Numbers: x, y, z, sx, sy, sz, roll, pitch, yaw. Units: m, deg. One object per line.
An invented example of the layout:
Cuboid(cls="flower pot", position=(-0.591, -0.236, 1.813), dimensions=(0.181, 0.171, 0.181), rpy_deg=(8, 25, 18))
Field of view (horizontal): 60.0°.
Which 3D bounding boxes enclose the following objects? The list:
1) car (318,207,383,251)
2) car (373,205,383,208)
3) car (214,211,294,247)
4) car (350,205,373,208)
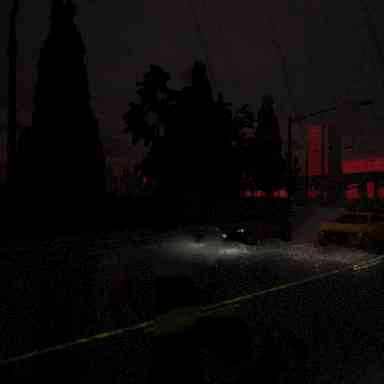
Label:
Cuboid(cls="car", position=(7.584, 1.660, 15.280), dimensions=(5.008, 1.535, 1.882), rpy_deg=(2, -1, -45))
Cuboid(cls="car", position=(29.231, 2.760, 52.463), dimensions=(1.882, 1.535, 5.008), rpy_deg=(0, -2, 8))
Cuboid(cls="car", position=(3.087, 1.643, 15.828), dimensions=(4.674, 1.442, 1.812), rpy_deg=(2, -1, -43))
Cuboid(cls="car", position=(25.455, 2.700, 51.089), dimensions=(1.882, 1.535, 5.008), rpy_deg=(0, -2, 10))
